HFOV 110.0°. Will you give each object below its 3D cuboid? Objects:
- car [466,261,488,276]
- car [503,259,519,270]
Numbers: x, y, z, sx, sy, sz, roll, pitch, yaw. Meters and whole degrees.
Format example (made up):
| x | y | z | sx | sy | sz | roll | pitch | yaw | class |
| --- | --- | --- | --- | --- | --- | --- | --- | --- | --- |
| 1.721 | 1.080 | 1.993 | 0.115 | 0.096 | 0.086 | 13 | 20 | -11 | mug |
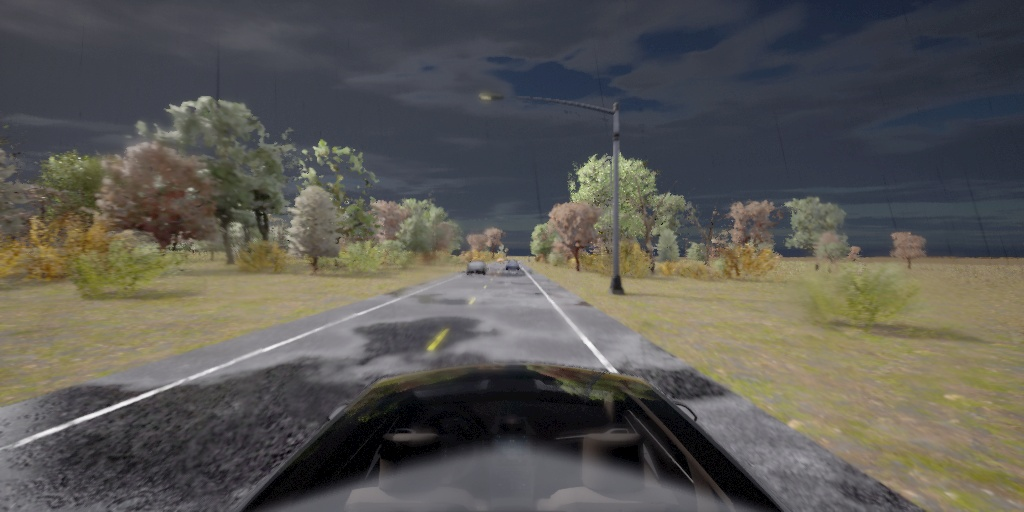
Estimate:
| x | y | z | sx | sy | sz | roll | pitch | yaw | class |
| --- | --- | --- | --- | --- | --- | --- | --- | --- | --- |
| -3.565 | 1.247 | 37.082 | 1.882 | 1.535 | 5.008 | 0 | 0 | 0 | car |
| 0.100 | 1.352 | 55.086 | 1.994 | 1.385 | 4.181 | 0 | 0 | 0 | car |
